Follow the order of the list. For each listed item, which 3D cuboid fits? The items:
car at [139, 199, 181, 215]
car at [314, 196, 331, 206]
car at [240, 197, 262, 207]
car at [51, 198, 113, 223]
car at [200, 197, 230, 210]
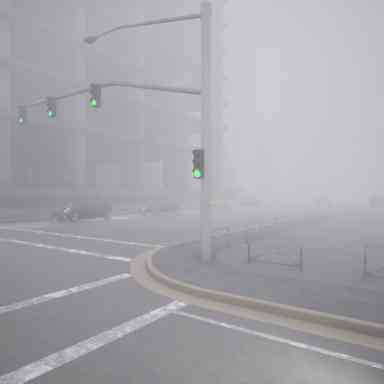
[{"bbox_3d":[-3.078,1.436,32.843,2.128,1.511,4.902,0,0,35],"label":"car"},{"bbox_3d":[21.834,1.422,55.557,1.882,1.535,5.008,0,0,35],"label":"car"},{"bbox_3d":[8.830,1.471,49.571,1.812,1.442,4.674,0,0,36],"label":"car"},{"bbox_3d":[-8.343,1.296,25.419,2.097,1.767,4.553,0,0,36],"label":"car"},{"bbox_3d":[2.930,1.422,41.313,1.882,1.535,5.008,0,0,36],"label":"car"}]
